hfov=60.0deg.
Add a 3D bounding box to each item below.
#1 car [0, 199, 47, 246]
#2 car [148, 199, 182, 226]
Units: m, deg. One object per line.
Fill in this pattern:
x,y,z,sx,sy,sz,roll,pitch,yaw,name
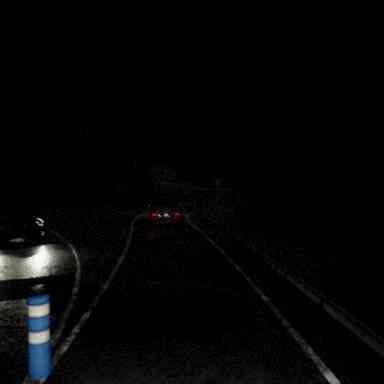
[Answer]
-7.767,1.162,14.278,2.097,1.767,4.553,-3,3,-35,car
-1.584,1.118,19.609,2.033,1.411,5.357,0,3,-6,car
